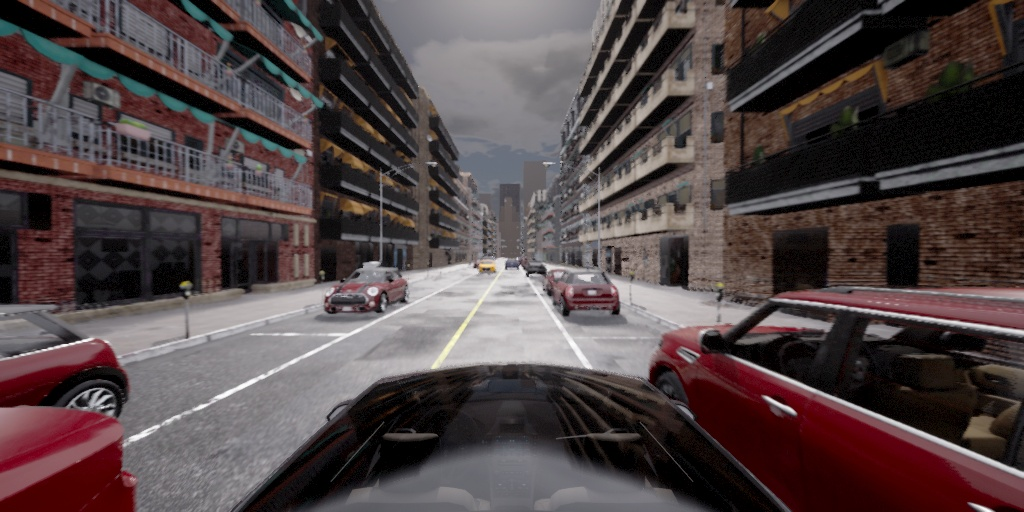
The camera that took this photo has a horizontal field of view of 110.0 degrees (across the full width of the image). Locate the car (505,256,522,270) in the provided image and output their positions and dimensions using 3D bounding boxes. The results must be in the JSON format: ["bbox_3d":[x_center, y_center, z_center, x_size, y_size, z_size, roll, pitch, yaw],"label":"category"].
[{"bbox_3d":[0.009,1.087,52.613,2.097,1.767,4.553,0,0,0],"label":"car"}]

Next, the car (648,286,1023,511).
[{"bbox_3d":[2.554,1.065,2.036,2.192,1.841,5.009,0,0,0],"label":"car"}]

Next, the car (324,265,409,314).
[{"bbox_3d":[-5.315,1.185,13.573,1.967,1.591,4.097,0,0,0],"label":"car"}]

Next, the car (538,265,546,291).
[{"bbox_3d":[2.566,1.326,19.028,1.802,1.307,4.207,0,0,0],"label":"car"}]

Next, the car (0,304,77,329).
[{"bbox_3d":[-5.316,1.189,2.270,1.967,1.591,4.097,0,0,0],"label":"car"}]

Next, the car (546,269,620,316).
[{"bbox_3d":[2.570,1.186,13.364,1.967,1.591,4.097,0,0,0],"label":"car"}]

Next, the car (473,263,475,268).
[{"bbox_3d":[-5.311,1.280,58.782,1.888,1.381,4.507,0,0,0],"label":"car"}]

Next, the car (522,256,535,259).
[{"bbox_3d":[2.569,1.051,53.014,2.192,1.841,5.009,0,0,0],"label":"car"}]

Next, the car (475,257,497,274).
[{"bbox_3d":[-2.829,1.215,42.144,1.882,1.535,5.008,0,0,0],"label":"car"}]

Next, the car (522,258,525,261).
[{"bbox_3d":[2.569,1.319,47.350,1.802,1.307,4.207,0,0,0],"label":"car"}]

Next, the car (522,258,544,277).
[{"bbox_3d":[2.233,1.244,34.680,1.837,1.490,4.892,0,0,0],"label":"car"}]
